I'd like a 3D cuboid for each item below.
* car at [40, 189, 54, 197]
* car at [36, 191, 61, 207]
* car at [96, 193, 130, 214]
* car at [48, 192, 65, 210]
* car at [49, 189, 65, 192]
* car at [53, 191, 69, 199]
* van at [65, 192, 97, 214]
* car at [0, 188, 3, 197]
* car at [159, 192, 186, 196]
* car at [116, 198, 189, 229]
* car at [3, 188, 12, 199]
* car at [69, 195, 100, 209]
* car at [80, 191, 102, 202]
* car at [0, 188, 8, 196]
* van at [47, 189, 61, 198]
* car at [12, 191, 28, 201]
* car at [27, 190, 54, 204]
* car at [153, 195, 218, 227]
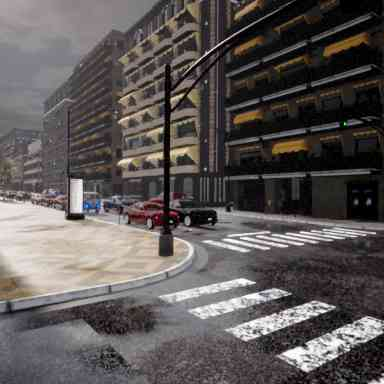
[{"bbox_3d":[-32.324,0.272,74.286,1.967,1.590,4.097,2,0,-36],"label":"car"},{"bbox_3d":[-15.747,0.909,37.356,1.887,1.381,4.507,2,0,-36],"label":"car"},{"bbox_3d":[-6.004,1.083,28.382,2.128,1.511,4.902,1,0,-36],"label":"car"},{"bbox_3d":[-12.412,0.997,32.787,1.887,1.381,4.507,2,0,-36],"label":"car"},{"bbox_3d":[-17.683,0.635,44.462,2.097,1.767,4.553,1,0,-36],"label":"car"},{"bbox_3d":[-25.757,0.530,65.286,1.752,1.417,4.829,2,0,-36],"label":"car"},{"bbox_3d":[-9.071,0.881,28.218,1.690,1.788,3.998,2,0,-36],"label":"van"},{"bbox_3d":[-39.091,0.301,69.339,2.008,1.369,4.403,2,0,-36],"label":"car"},{"bbox_3d":[-2.307,0.937,33.164,2.192,1.841,5.009,2,0,-36],"label":"car"},{"bbox_3d":[-2.408,1.261,19.080,1.887,1.381,4.507,2,0,-36],"label":"car"},{"bbox_3d":[-32.421,0.471,60.202,1.887,1.381,4.507,2,0,-36],"label":"car"},{"bbox_3d":[-11.826,1.039,36.369,1.895,1.301,4.718,1,0,-36],"label":"car"},{"bbox_3d":[-15.650,0.711,51.441,1.967,1.590,4.097,2,0,-36],"label":"car"},{"bbox_3d":[-42.419,-0.022,73.909,2.192,1.841,5.009,2,0,-36],"label":"car"},{"bbox_3d":[-28.986,0.261,69.717,1.690,1.788,3.998,2,0,-36],"label":"van"},{"bbox_3d":[-25.748,0.542,51.063,1.967,1.590,4.097,2,0,-36],"label":"car"},{"bbox_3d":[-18.981,0.805,41.788,1.752,1.417,4.829,2,0,-36],"label":"car"},{"bbox_3d":[-0.419,1.217,20.722,1.882,1.535,5.008,1,0,-35],"label":"car"}]
